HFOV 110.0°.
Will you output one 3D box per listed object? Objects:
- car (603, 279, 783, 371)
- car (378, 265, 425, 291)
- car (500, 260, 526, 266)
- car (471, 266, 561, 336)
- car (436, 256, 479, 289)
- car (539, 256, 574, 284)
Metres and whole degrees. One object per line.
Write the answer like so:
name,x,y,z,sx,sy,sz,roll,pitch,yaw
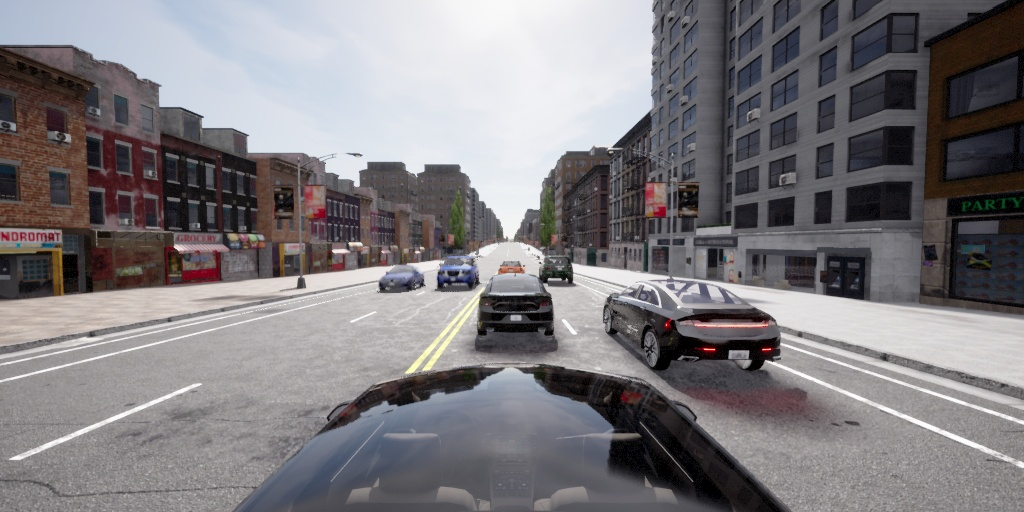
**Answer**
car,3.338,1.243,7.701,2.128,1.511,4.902,0,0,0
car,-6.628,1.294,22.079,1.812,1.442,4.674,0,0,0
car,0.027,1.126,29.614,2.097,1.767,4.553,0,0,3
car,0.086,1.233,10.479,1.882,1.535,5.008,0,0,0
car,-3.391,0.992,23.475,2.150,2.045,5.566,0,0,0
car,3.312,0.994,27.537,2.150,2.045,5.566,0,0,0
